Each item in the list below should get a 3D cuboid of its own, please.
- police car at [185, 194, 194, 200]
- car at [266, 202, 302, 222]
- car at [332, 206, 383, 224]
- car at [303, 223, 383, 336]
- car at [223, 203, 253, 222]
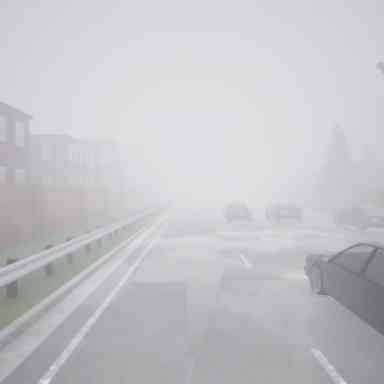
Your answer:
[{"bbox_3d":[-1.049,1.454,92.863,1.930,1.638,5.238,0,0,0],"label":"police car"},{"bbox_3d":[7.100,1.500,26.128,2.128,1.511,4.902,0,0,0],"label":"car"},{"bbox_3d":[10.600,1.554,20.613,2.033,1.411,5.357,0,0,0],"label":"car"},{"bbox_3d":[3.599,1.550,5.615,2.033,1.411,5.357,0,0,0],"label":"car"},{"bbox_3d":[3.600,1.572,26.767,1.994,1.385,4.181,0,0,0],"label":"car"}]
